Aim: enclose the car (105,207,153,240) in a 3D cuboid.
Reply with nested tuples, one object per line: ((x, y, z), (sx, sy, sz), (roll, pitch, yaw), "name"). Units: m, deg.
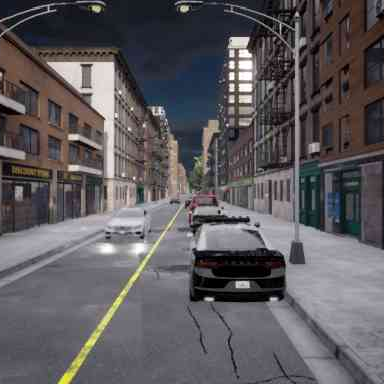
((-3.129, 1.532, 17.199), (1.812, 1.442, 4.674), (0, 0, 0), "car")

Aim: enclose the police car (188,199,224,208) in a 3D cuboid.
((0.870, 1.434, 18.440), (1.930, 1.638, 5.238), (0, 0, 0), "police car")

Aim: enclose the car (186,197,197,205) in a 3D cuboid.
((-0.099, 1.630, 59.885), (1.994, 1.385, 4.181), (0, 0, 0), "car")

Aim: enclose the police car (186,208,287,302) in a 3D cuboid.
((0.886, 1.427, 8.440), (1.930, 1.638, 5.238), (0, 0, 0), "police car")

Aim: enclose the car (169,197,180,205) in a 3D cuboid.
((-3.100, 1.615, 60.941), (2.033, 1.411, 5.357), (0, 0, 0), "car")

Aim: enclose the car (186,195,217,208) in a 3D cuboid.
((0.860, 1.239, 24.361), (2.150, 2.045, 5.566), (0, 0, 0), "car")

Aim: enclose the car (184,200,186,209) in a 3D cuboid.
((-0.064, 1.548, 46.494), (1.837, 1.490, 4.892), (0, 0, 0), "car")
